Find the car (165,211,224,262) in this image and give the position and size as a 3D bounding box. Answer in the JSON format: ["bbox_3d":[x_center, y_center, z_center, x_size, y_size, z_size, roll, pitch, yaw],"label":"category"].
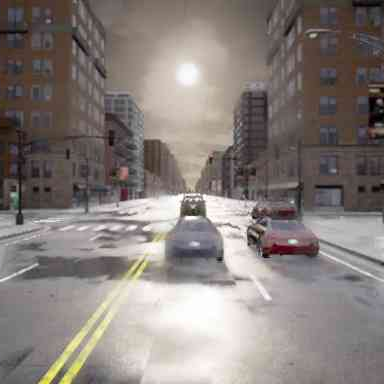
[{"bbox_3d":[0.083,1.601,12.366,1.994,1.385,4.181,0,0,0],"label":"car"}]

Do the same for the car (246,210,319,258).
[{"bbox_3d":[3.334,1.603,12.935,1.994,1.385,4.181,0,0,0],"label":"car"}]

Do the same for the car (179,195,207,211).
[{"bbox_3d":[0.091,1.305,28.579,2.150,2.045,5.566,0,0,0],"label":"car"}]

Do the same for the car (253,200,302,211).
[{"bbox_3d":[7.168,1.439,27.663,4.553,1.767,2.097,0,0,-36],"label":"car"}]
